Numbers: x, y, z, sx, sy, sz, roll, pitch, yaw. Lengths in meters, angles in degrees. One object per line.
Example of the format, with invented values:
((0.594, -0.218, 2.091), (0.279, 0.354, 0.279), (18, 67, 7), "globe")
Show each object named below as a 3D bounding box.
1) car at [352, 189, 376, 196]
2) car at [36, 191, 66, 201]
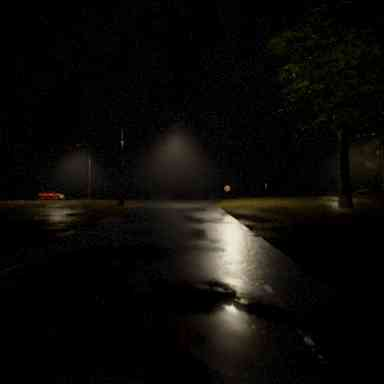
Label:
((33.445, 0.193, 65.259), (4.902, 1.511, 2.128), (-1, -2, -1), "car")
((-24.412, 0.643, 57.783), (4.553, 1.767, 2.097), (-1, -2, 1), "car")
